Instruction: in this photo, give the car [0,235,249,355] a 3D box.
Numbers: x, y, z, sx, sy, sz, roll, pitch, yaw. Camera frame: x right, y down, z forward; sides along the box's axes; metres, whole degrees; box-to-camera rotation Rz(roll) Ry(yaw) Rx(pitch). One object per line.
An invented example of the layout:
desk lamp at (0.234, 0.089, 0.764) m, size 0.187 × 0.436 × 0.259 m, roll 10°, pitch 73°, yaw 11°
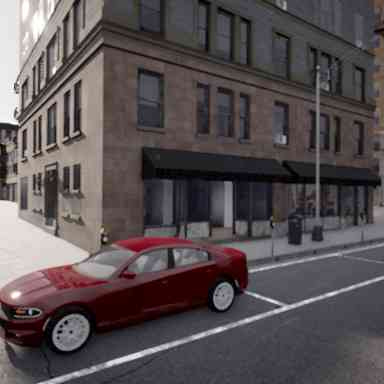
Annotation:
car at (-0.950, 1.538, 6.077) m, size 4.507 × 1.381 × 1.887 m, roll 0°, pitch 1°, yaw -35°
